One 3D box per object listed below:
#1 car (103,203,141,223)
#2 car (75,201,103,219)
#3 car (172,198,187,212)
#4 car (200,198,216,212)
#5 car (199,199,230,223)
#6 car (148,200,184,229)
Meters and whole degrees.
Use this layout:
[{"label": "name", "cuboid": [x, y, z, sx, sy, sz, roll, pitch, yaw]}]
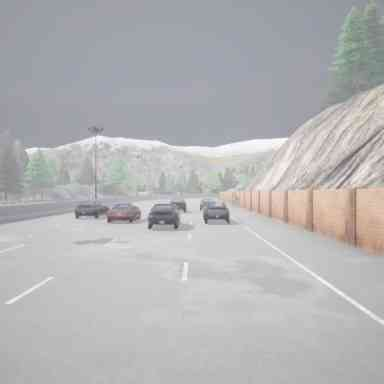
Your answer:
[{"label": "car", "cuboid": [-5.207, 1.566, 25.882, 1.994, 1.385, 4.181, 0, 0, 1]}, {"label": "car", "cuboid": [-8.680, 1.493, 29.144, 2.128, 1.511, 4.902, 0, 0, 0]}, {"label": "car", "cuboid": [-1.605, 1.480, 38.535, 1.882, 1.535, 5.008, 0, 0, 0]}, {"label": "car", "cuboid": [1.904, 1.528, 40.209, 1.812, 1.442, 4.674, 0, 0, 1]}, {"label": "car", "cuboid": [1.791, 1.493, 25.516, 2.128, 1.511, 4.902, 0, 0, 0]}, {"label": "car", "cuboid": [-1.739, 1.506, 21.868, 1.837, 1.490, 4.892, 0, 0, 1]}]
